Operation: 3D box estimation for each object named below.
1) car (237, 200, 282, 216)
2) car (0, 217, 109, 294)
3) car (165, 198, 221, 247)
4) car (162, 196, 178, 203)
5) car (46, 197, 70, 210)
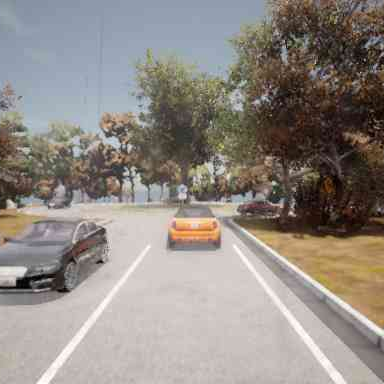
[{"bbox_3d":[6.414,1.485,31.346,4.674,1.442,1.812,0,0,-29],"label":"car"},{"bbox_3d":[-3.591,1.480,8.899,2.128,1.511,4.902,0,0,0],"label":"car"},{"bbox_3d":[0.099,1.333,14.965,2.097,1.767,4.553,0,0,0],"label":"car"},{"bbox_3d":[-2.931,1.469,61.162,5.357,1.411,2.033,0,0,-4],"label":"car"},{"bbox_3d":[-17.269,1.436,43.104,2.128,1.511,4.902,0,0,-4],"label":"car"}]
